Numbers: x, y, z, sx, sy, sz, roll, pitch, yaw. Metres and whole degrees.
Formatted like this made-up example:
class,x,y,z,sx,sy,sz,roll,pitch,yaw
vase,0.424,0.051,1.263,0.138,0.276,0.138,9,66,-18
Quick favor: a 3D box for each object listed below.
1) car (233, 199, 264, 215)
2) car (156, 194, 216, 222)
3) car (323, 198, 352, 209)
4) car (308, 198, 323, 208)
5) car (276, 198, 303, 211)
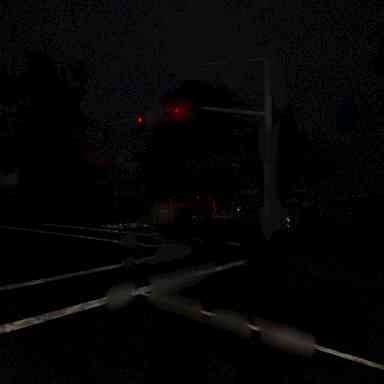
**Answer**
class,x,y,z,sx,sy,sz,roll,pitch,yaw
car,6.154,1.491,34.487,2.128,1.511,4.902,0,0,41
car,-0.349,1.221,26.995,2.150,2.045,5.566,0,0,41
car,19.997,1.491,44.813,2.128,1.511,4.902,0,0,41
car,18.870,1.601,49.126,1.895,1.301,4.718,0,0,41
car,12.245,1.526,41.512,1.812,1.442,4.674,0,0,41
